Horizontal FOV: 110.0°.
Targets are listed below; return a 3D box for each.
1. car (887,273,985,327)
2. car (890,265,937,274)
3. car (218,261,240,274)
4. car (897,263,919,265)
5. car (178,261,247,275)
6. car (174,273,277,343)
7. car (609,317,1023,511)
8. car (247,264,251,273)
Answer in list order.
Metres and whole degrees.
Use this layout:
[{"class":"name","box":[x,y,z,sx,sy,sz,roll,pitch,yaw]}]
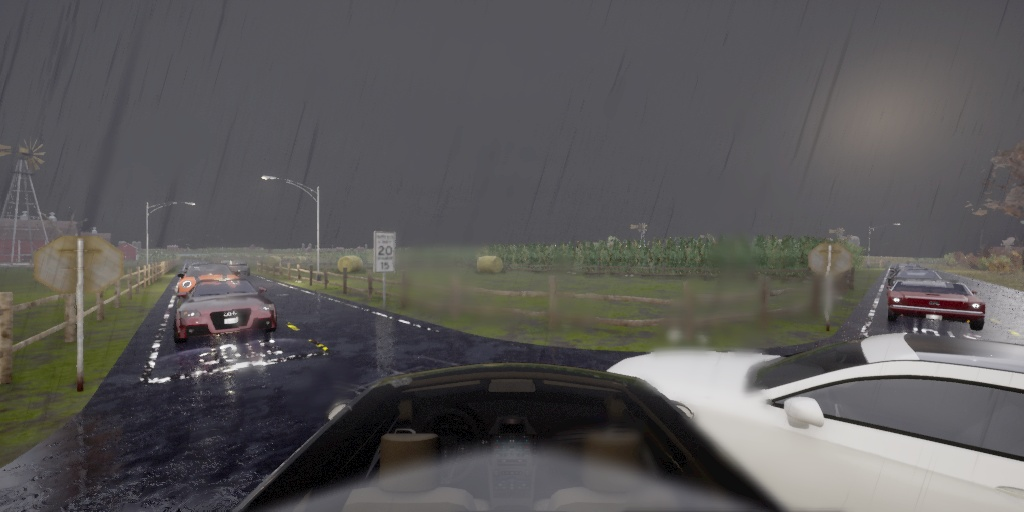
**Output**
[{"class":"car","box":[13.449,1.402,11.574,4.718,1.301,1.895,0,1,-43]},{"class":"car","box":[20.485,1.369,18.182,5.357,1.411,2.033,0,1,-43]},{"class":"car","box":[-33.969,1.313,42.975,1.837,1.490,4.892,0,0,-42]},{"class":"car","box":[27.201,1.409,24.479,4.181,1.385,1.994,0,1,-43]},{"class":"car","box":[-13.816,1.143,16.413,2.097,1.767,4.553,0,0,-42]},{"class":"car","box":[-8.000,1.356,9.965,1.994,1.385,4.181,0,0,-43]},{"class":"car","box":[2.827,1.294,2.446,1.812,1.442,4.674,0,1,-44]},{"class":"car","box":[-27.201,1.290,35.559,2.128,1.511,4.902,0,0,-42]}]
